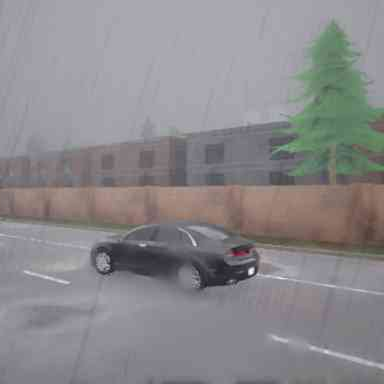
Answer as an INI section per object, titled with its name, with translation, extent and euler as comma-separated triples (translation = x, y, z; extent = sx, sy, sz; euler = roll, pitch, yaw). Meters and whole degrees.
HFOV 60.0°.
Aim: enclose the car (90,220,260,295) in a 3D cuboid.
[car]
translation = -0.662, 1.504, 8.767
extent = 4.892, 1.490, 1.837
euler = 0, 0, 36
